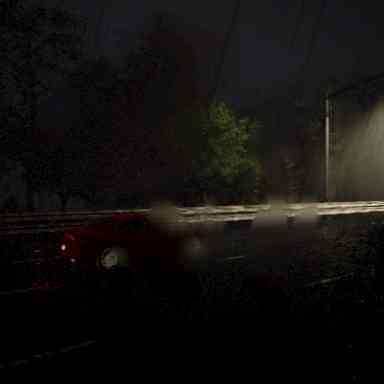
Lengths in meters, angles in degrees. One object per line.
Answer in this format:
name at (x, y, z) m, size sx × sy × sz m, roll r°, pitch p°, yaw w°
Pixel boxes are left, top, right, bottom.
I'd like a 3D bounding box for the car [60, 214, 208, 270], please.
car at (-1.719, 1.464, 11.101) m, size 5.008 × 1.535 × 1.882 m, roll 0°, pitch 0°, yaw -35°
